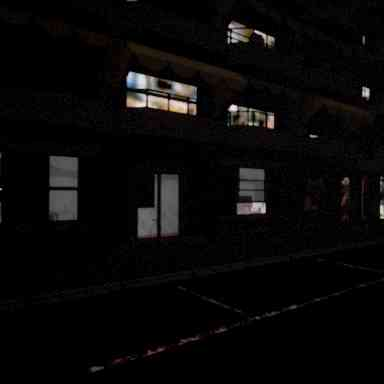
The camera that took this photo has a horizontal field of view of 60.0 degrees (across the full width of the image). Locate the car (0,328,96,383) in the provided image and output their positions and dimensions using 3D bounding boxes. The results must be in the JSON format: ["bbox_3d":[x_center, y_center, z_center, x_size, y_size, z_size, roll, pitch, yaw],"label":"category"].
[{"bbox_3d":[-2.773,1.598,1.403,4.718,1.301,1.895,0,0,-35],"label":"car"}]
